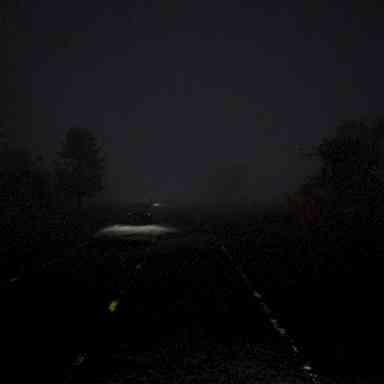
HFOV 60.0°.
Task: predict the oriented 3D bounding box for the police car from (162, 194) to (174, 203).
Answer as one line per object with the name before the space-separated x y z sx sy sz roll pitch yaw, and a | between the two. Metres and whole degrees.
police car | -5.109 1.612 75.055 1.930 1.638 5.238 0 0 -9

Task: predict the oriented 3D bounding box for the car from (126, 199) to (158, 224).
car | -3.909 1.538 25.852 1.882 1.535 5.008 0 0 -3

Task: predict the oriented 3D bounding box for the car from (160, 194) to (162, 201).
car | -6.747 1.566 84.828 2.097 1.767 4.553 0 0 -10

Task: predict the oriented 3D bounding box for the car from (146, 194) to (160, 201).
car | -7.953 1.663 67.676 1.837 1.490 4.892 0 0 -8
